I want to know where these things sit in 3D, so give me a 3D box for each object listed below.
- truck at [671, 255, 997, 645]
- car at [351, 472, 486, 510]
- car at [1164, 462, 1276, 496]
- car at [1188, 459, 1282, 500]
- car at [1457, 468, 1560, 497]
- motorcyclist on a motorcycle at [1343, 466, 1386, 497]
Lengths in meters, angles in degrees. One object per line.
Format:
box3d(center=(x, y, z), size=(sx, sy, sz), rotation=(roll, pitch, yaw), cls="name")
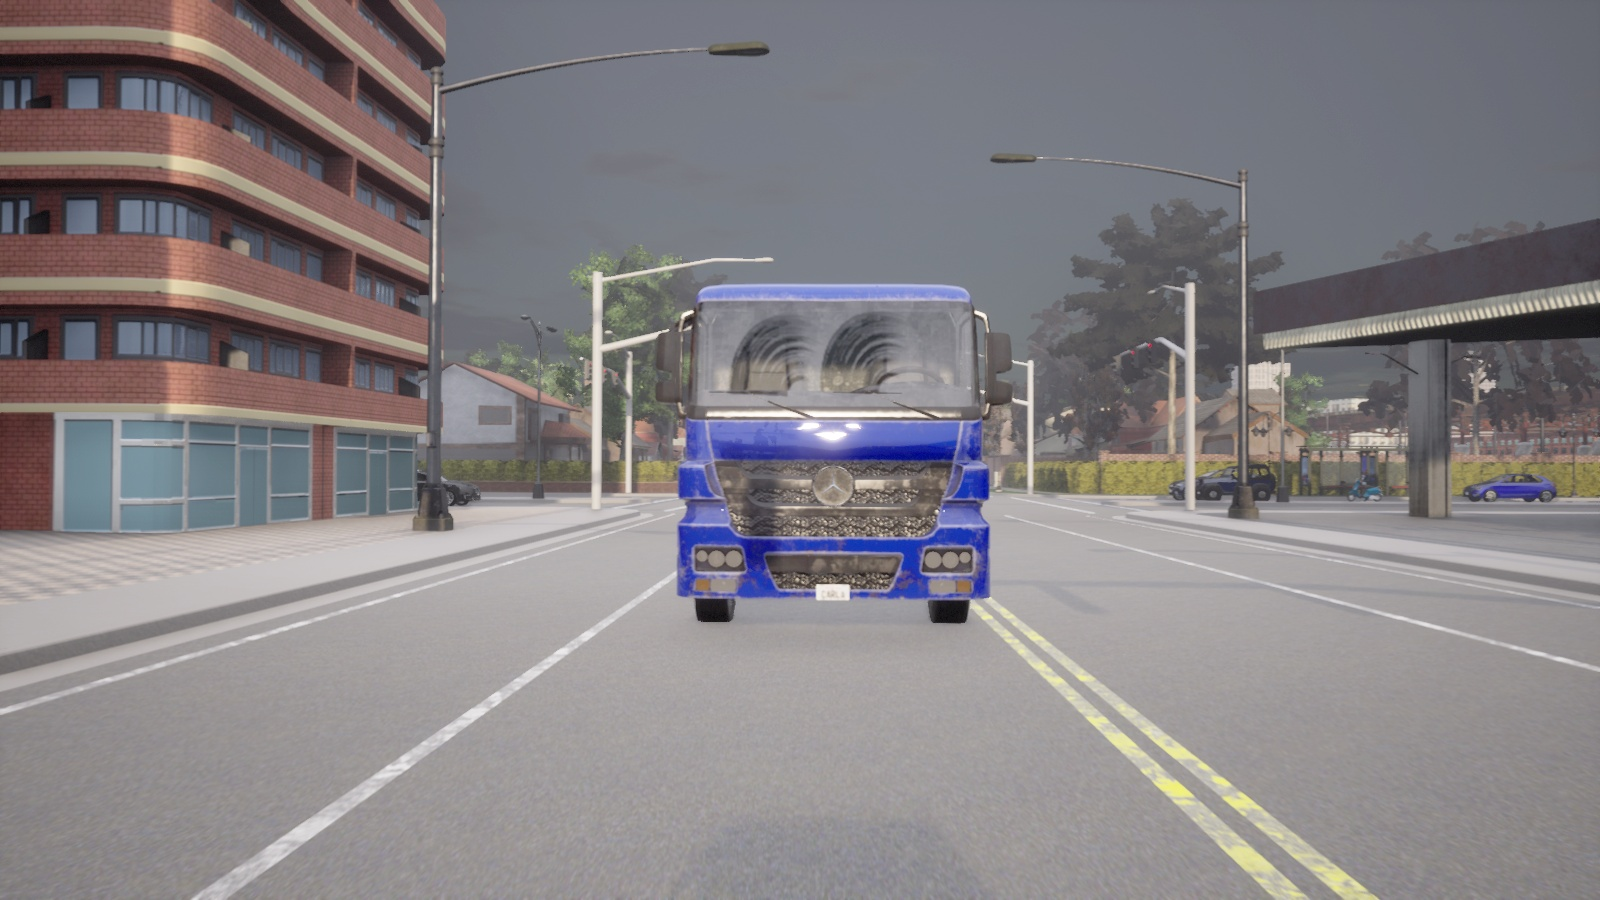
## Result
box3d(center=(0.376, 0.058, 15.162), size=(2.891, 3.462, 7.936), rotation=(0, -1, 1), cls="truck")
box3d(center=(-15.430, 1.652, 50.918), size=(4.892, 1.490, 1.837), rotation=(0, -1, 4), cls="car")
box3d(center=(21.496, 1.478, 64.435), size=(5.027, 1.651, 2.152), rotation=(0, -1, 2), cls="car")
box3d(center=(21.066, 1.440, 60.927), size=(3.866, 1.878, 1.905), rotation=(-1, -1, 2), cls="car")
box3d(center=(36.007, 1.644, 63.875), size=(4.193, 1.474, 1.816), rotation=(0, -1, 2), cls="car")
box3d(center=(28.828, 1.618, 64.143), size=(1.817, 1.590, 0.866), rotation=(0, -1, 2), cls="motorcyclist on a motorcycle")
